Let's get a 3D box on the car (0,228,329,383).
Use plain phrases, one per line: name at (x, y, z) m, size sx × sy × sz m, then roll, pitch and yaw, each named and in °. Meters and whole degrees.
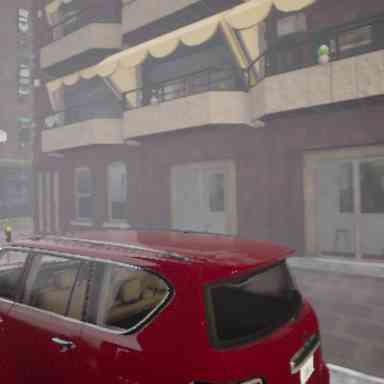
car at (-1.142, 1.339, 3.711) m, size 5.009 × 1.841 × 2.192 m, roll -1°, pitch -1°, yaw 36°
